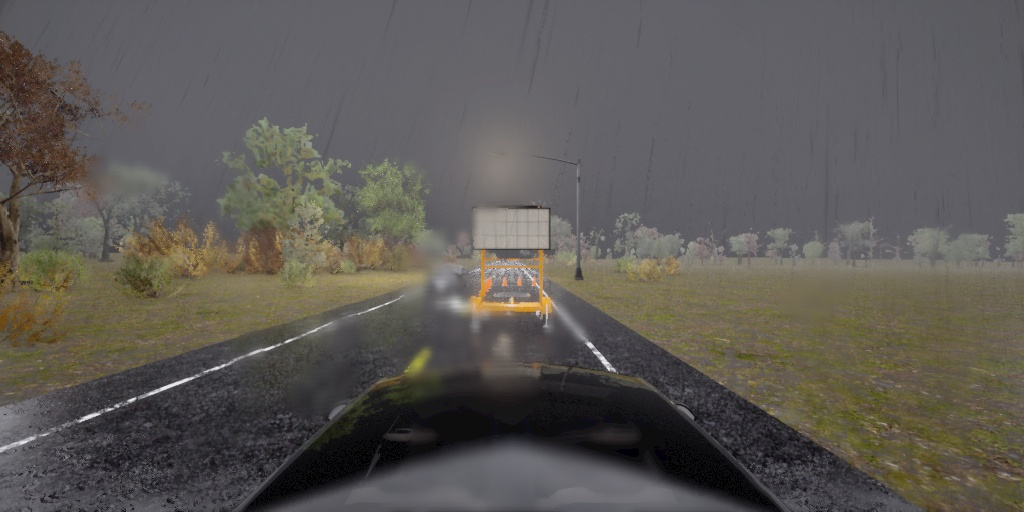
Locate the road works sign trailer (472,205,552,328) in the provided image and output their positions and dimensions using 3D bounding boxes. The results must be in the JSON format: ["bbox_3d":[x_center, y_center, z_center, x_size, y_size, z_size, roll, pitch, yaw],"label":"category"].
[{"bbox_3d":[0.000,0.216,11.326,2.380,3.560,2.880,0,0,0],"label":"road works sign trailer"}]

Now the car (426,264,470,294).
[{"bbox_3d":[-3.500,1.244,20.189,2.128,1.511,4.902,0,0,0],"label":"car"}]
